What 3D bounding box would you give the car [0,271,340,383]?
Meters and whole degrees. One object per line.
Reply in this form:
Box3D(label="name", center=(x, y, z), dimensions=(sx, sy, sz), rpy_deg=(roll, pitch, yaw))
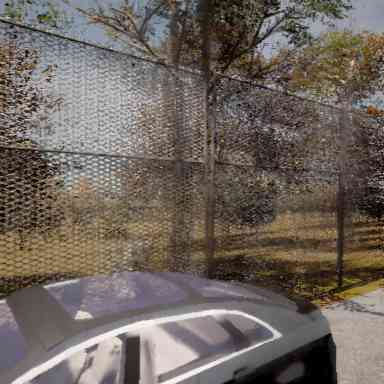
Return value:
Box3D(label="car", center=(-0.907, 1.492, 2.421), dimensions=(4.902, 1.511, 2.128), rpy_deg=(0, 0, -35))
